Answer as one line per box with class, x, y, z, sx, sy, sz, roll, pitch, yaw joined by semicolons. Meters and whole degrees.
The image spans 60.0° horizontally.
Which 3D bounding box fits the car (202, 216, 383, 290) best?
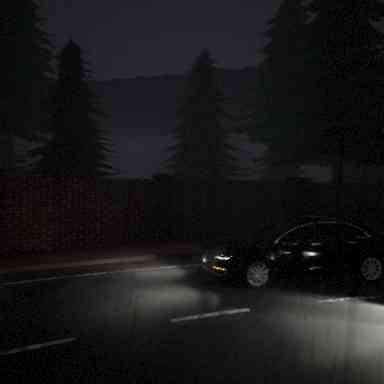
car;2.678;1.389;8.391;4.892;1.490;1.837;0;0;-12
